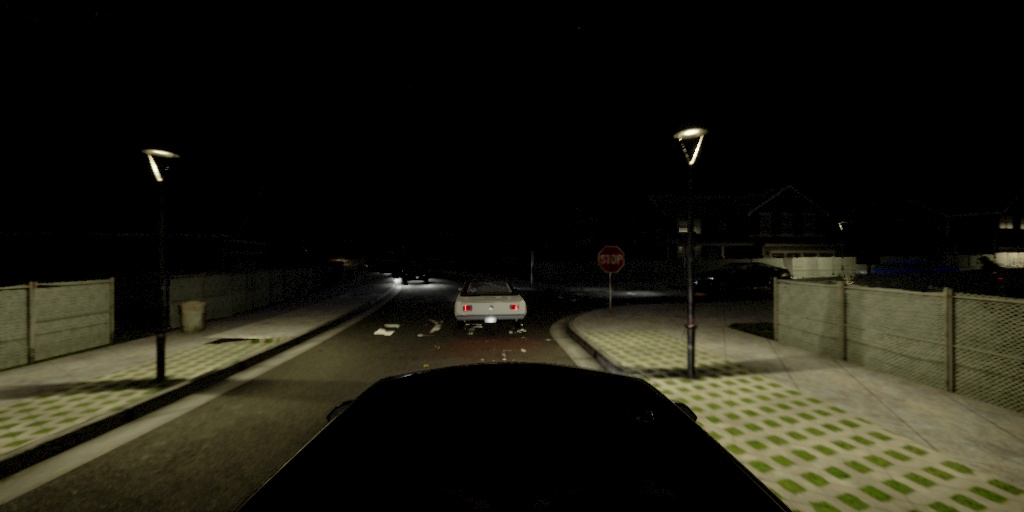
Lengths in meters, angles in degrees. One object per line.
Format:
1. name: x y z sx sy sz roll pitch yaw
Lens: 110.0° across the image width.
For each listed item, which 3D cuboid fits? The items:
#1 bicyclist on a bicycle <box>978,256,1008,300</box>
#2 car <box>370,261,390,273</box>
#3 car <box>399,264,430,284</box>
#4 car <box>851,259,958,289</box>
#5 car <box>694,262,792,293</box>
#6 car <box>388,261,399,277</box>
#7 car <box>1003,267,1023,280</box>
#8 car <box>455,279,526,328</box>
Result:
1. bicyclist on a bicycle: 17.976 0.843 13.484 0.582 1.620 1.656 -1 0 -4
2. car: -16.996 1.518 47.837 2.033 1.411 5.357 0 0 -32
3. car: -7.825 1.369 28.836 1.837 1.490 4.892 0 0 -20
4. car: 21.511 0.957 19.721 5.008 1.535 1.882 -1 0 -5
5. car: 12.049 1.096 18.960 4.902 1.511 2.128 -1 0 -4
6. car: -11.617 1.511 38.136 1.895 1.301 4.718 0 0 -26
7. car: 31.330 0.944 20.789 4.718 1.301 1.895 -1 0 -8
8. car: -0.800 1.390 11.587 1.895 1.301 4.718 0 0 -6
